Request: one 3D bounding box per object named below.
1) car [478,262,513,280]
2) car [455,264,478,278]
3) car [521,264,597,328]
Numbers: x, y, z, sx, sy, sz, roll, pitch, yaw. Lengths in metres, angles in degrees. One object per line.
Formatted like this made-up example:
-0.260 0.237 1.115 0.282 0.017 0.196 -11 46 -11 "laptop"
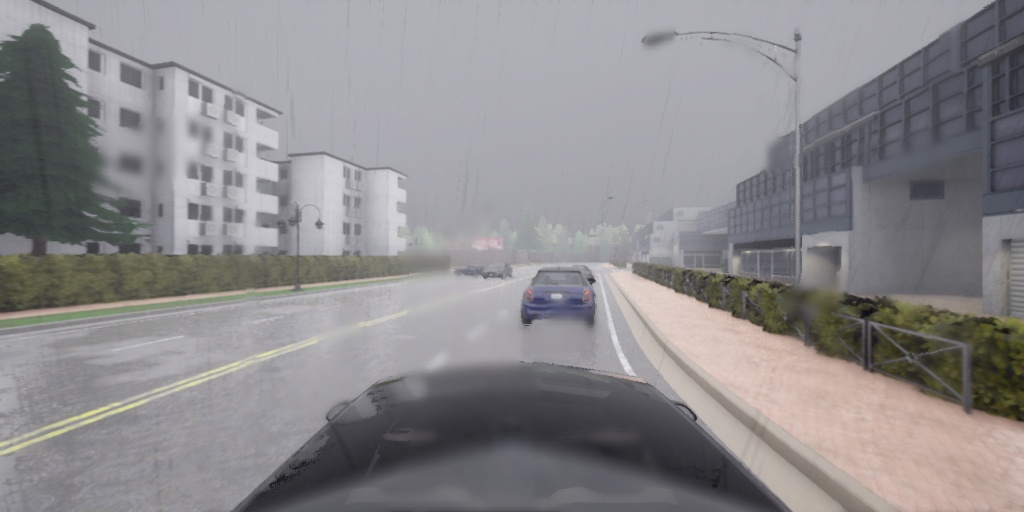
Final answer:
-1.178 1.336 32.043 1.837 1.490 4.892 0 0 13 "car"
-3.986 1.432 35.377 1.895 1.301 4.718 0 0 13 "car"
1.650 1.135 11.812 2.097 1.767 4.553 0 0 11 "car"
